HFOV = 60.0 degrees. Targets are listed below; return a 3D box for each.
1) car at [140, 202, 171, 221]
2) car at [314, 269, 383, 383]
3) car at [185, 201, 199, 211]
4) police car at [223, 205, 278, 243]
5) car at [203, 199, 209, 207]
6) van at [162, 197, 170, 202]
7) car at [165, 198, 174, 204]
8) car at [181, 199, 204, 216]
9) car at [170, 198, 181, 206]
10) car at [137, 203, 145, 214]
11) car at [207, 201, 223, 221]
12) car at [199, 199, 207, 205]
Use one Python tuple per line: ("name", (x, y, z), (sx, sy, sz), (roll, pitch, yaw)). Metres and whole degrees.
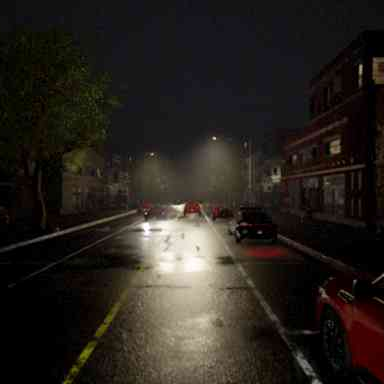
("car", (-3.126, 1.886, 29.918), (1.895, 1.301, 4.718), (0, -1, 0))
("car", (2.683, 1.340, 2.539), (2.192, 1.841, 5.009), (-1, -1, 0))
("car", (-0.036, 2.026, 48.763), (1.994, 1.385, 4.181), (0, -1, 0))
("police car", (2.984, 1.590, 17.227), (1.930, 1.638, 5.238), (0, -1, 0))
("car", (2.636, 2.075, 58.145), (1.752, 1.417, 4.829), (-1, -1, 0))
("van", (-5.761, 2.046, 74.600), (1.690, 1.788, 3.998), (-1, -1, 0))
("car", (-5.770, 2.249, 85.686), (1.967, 1.590, 4.097), (0, -1, 0))
("car", (0.025, 1.837, 37.819), (1.882, 1.535, 5.008), (0, -1, 0))
("car", (-3.064, 2.171, 71.131), (2.128, 1.511, 4.902), (0, -1, 0))
("car", (-5.730, 1.974, 41.335), (1.802, 1.307, 4.206), (-1, -1, 0))
("car", (2.660, 1.832, 30.255), (1.887, 1.381, 4.507), (-1, -1, 0))
("car", (2.617, 2.301, 80.149), (1.887, 1.381, 4.507), (-1, -1, 0))
